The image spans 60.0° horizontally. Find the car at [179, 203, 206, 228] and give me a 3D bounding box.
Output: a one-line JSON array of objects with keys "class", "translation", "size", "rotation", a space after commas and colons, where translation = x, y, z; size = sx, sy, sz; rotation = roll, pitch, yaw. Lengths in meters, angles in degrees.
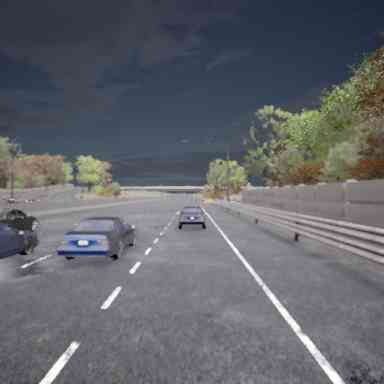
[{"class": "car", "translation": [0.011, 1.736, 23.746], "size": [2.033, 1.411, 5.357], "rotation": [0, 0, 0]}]

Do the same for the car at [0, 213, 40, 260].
[{"class": "car", "translation": [-6.893, 1.629, 10.619], "size": [2.033, 1.411, 5.357], "rotation": [0, 0, 0]}]

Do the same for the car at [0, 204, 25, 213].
[{"class": "car", "translation": [-10.389, 1.651, 18.598], "size": [1.837, 1.490, 4.892], "rotation": [0, 0, 0]}]

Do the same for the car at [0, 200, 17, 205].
[{"class": "car", "translation": [-24.531, 1.877, 43.353], "size": [1.837, 1.490, 4.892], "rotation": [0, 0, 1]}]

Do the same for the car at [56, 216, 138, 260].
[{"class": "car", "translation": [-3.393, 1.646, 12.874], "size": [2.033, 1.411, 5.357], "rotation": [0, 0, 0]}]
